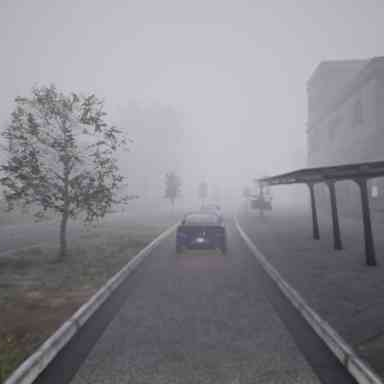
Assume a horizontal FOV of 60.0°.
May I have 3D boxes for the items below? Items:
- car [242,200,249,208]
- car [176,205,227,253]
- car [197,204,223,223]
[{"bbox_3d":[9.705,2.092,57.724,2.097,1.535,5.008,-1,-1,12],"label":"car"},{"bbox_3d":[0.465,1.528,14.108,1.882,1.535,5.008,0,0,4],"label":"car"},{"bbox_3d":[1.611,1.743,28.029,1.895,1.301,4.718,0,-1,7],"label":"car"}]
